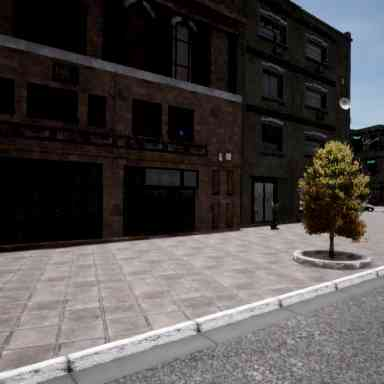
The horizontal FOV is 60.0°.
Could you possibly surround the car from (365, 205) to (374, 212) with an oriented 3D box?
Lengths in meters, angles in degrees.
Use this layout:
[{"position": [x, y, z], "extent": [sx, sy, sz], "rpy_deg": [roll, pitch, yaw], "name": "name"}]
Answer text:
[{"position": [18.691, 1.568, 38.151], "extent": [1.947, 1.339, 4.313], "rpy_deg": [1, -1, -18], "name": "car"}]
